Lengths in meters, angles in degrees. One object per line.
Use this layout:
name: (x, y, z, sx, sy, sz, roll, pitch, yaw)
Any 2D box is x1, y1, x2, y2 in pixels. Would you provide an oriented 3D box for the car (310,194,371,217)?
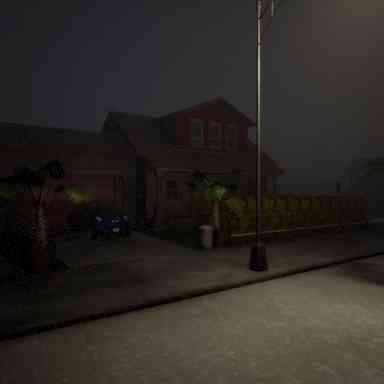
car: (12.402, 1.222, 28.845, 2.150, 2.045, 5.566, 0, 0, -36)

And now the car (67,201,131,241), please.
car: (-4.112, 1.174, 14.537, 1.845, 1.501, 3.633, 0, 0, -38)
